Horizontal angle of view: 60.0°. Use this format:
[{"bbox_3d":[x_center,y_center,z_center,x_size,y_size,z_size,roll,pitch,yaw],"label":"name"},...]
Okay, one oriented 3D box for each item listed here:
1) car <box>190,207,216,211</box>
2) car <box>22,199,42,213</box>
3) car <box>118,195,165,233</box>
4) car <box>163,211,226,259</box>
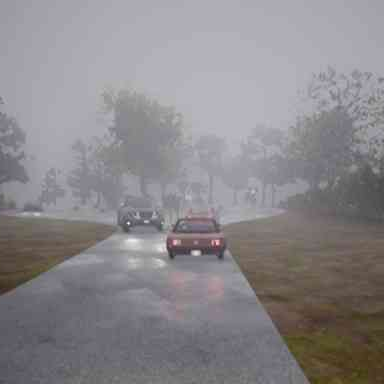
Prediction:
[{"bbox_3d":[0.773,1.594,21.734,1.895,1.301,4.718,0,0,8],"label":"car"},{"bbox_3d":[-18.299,1.535,37.937,2.033,1.411,5.357,0,0,-27],"label":"car"},{"bbox_3d":[-3.216,1.214,20.177,2.150,2.045,5.566,1,0,-18],"label":"car"},{"bbox_3d":[0.155,1.596,12.519,1.895,1.301,4.718,0,0,1],"label":"car"}]
